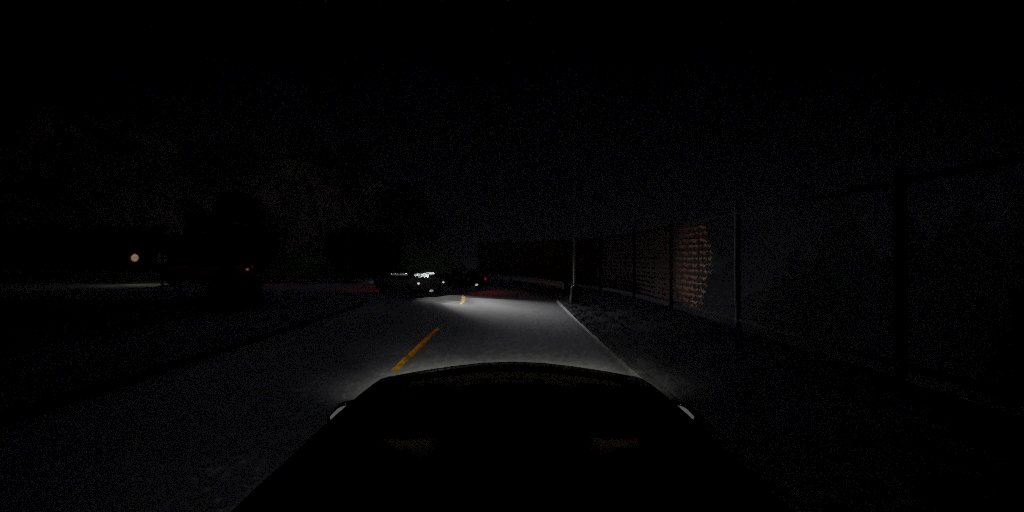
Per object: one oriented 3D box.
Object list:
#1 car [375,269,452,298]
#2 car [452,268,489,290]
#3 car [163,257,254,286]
[{"bbox_3d":[-5.555,1.433,19.449,4.718,1.301,1.895,0,-1,44],"label":"car"},{"bbox_3d":[-3.665,1.451,23.396,1.895,1.301,4.718,0,0,-42],"label":"car"},{"bbox_3d":[-22.128,1.083,26.313,5.566,2.045,2.150,0,0,-1],"label":"car"}]
